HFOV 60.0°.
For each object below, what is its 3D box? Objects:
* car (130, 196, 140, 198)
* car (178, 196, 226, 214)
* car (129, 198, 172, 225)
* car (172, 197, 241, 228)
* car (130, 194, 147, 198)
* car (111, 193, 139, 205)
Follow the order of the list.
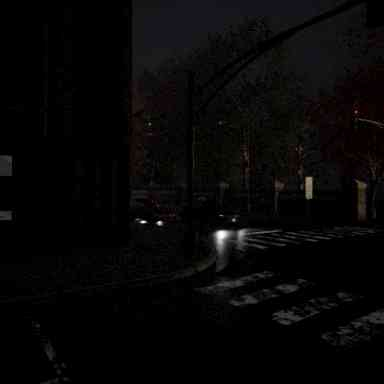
[{"bbox_3d":[-5.870,1.158,25.459,1.802,1.307,4.206,2,0,-36],"label":"car"},{"bbox_3d":[0.809,1.129,30.524,1.752,1.417,4.829,1,0,-36],"label":"car"},{"bbox_3d":[-2.612,1.257,20.983,1.802,1.307,4.206,2,0,-36],"label":"car"},{"bbox_3d":[0.967,1.255,20.448,1.812,1.442,4.674,0,1,-36],"label":"car"},{"bbox_3d":[-4.394,1.093,27.820,1.812,1.442,4.674,0,1,-36],"label":"car"},{"bbox_3d":[-8.866,0.864,43.817,2.008,1.369,4.403,1,0,-36],"label":"car"}]
